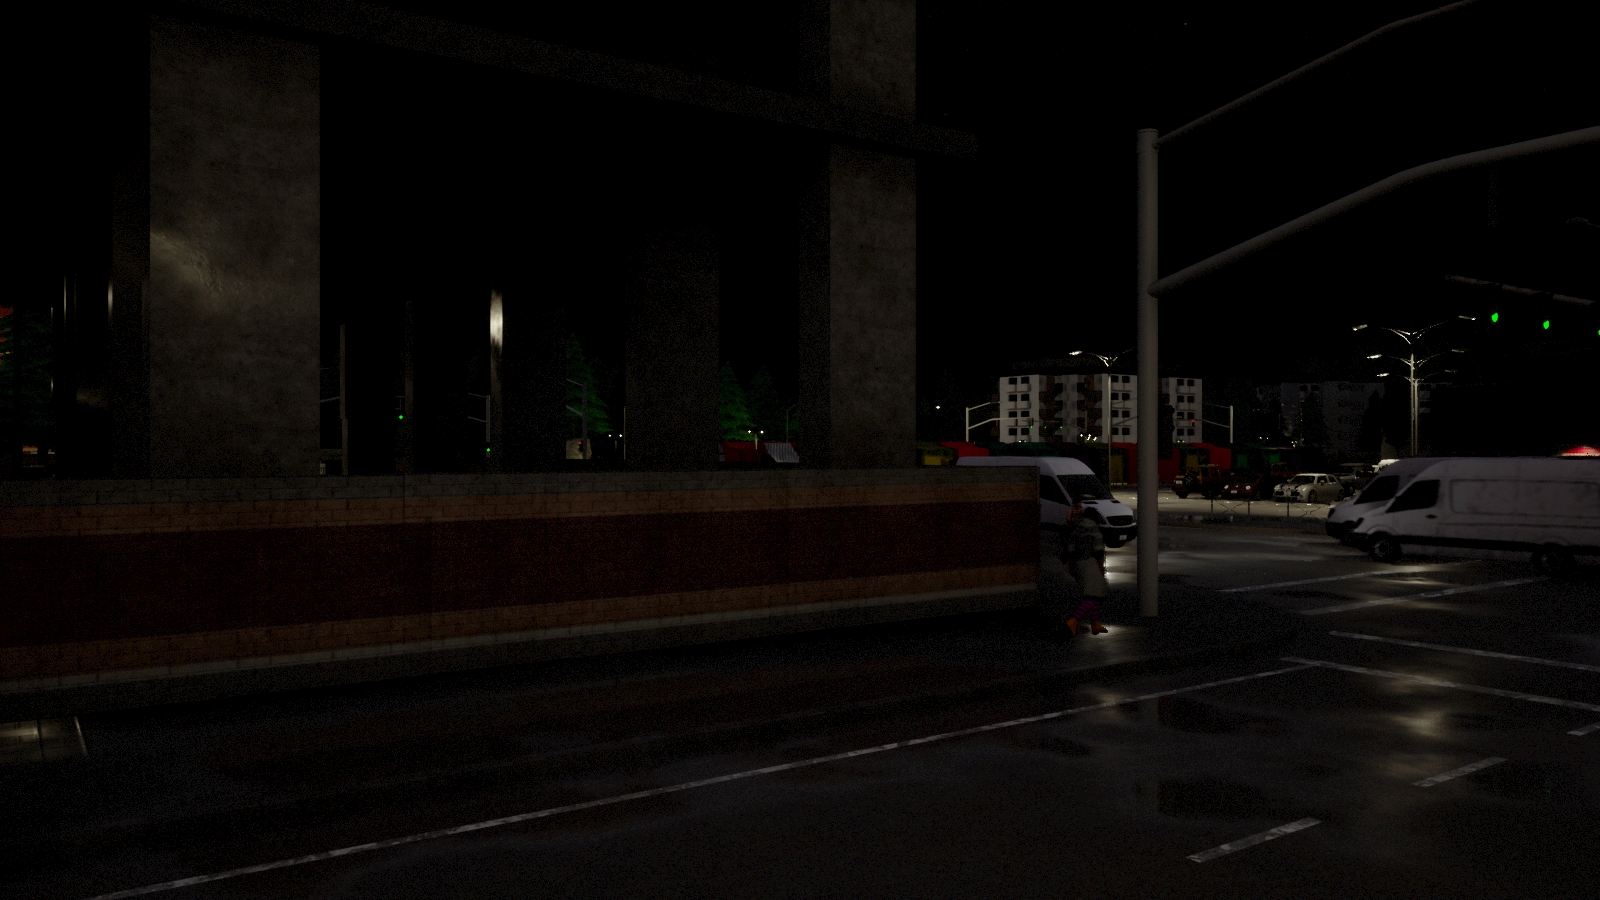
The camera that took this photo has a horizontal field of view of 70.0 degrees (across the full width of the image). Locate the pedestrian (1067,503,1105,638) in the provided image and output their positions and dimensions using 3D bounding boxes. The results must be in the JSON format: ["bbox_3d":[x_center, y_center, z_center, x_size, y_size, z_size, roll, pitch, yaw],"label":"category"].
[{"bbox_3d":[4.050,1.691,16.192,0.375,1.860,0.375,0,0,-30],"label":"pedestrian"}]

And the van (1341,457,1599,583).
[{"bbox_3d":[15.932,1.478,26.486,1.988,2.561,5.915,0,0,-35],"label":"van"}]

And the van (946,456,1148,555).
[{"bbox_3d":[6.983,1.470,33.056,1.988,2.561,5.915,0,0,-35],"label":"van"}]

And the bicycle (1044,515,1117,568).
[{"bbox_3d":[6.706,2.169,27.364,0.859,1.126,1.487,0,0,-35],"label":"bicycle"}]

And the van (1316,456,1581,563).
[{"bbox_3d":[17.221,1.465,30.712,1.988,2.561,5.915,0,0,-35],"label":"van"}]
